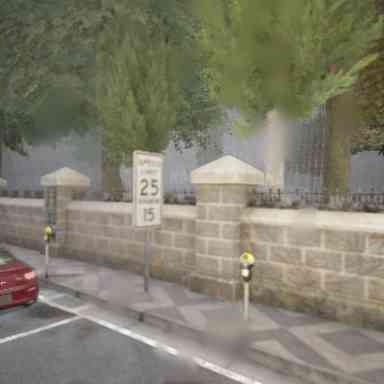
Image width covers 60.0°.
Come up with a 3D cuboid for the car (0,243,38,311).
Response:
[{"bbox_3d":[-4.685,1.595,6.735,4.206,1.307,1.802,0,0,39],"label":"car"}]
